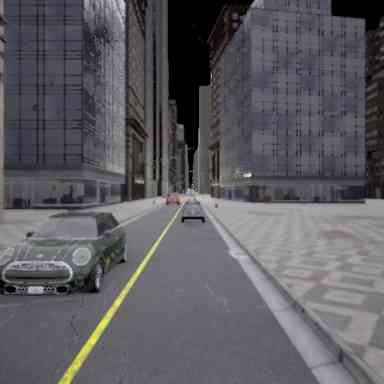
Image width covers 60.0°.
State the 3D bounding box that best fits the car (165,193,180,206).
[{"bbox_3d":[-3.102,1.119,54.341,2.150,2.045,5.566,0,0,1],"label":"car"}]

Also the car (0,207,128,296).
[{"bbox_3d":[-3.097,1.346,8.838,2.097,1.767,4.553,0,0,0],"label":"car"}]

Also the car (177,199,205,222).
[{"bbox_3d":[0.077,1.519,25.755,2.033,1.411,5.357,0,0,0],"label":"car"}]
